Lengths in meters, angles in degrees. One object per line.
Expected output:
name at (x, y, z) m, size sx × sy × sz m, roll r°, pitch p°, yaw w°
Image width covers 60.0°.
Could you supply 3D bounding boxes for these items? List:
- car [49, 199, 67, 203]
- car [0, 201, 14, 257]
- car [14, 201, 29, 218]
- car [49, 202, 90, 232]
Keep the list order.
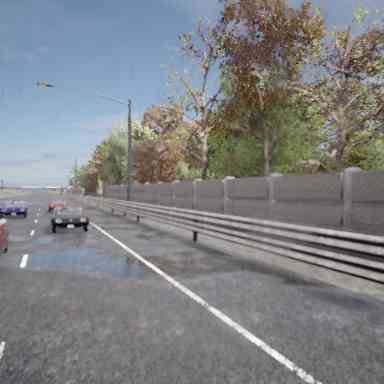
car at (-14.026, 1.395, 34.926) m, size 1.895 × 1.301 × 4.718 m, roll 0°, pitch 0°, yaw -24°
car at (-6.923, 1.268, 10.155) m, size 2.097 × 1.767 × 4.553 m, roll 0°, pitch 0°, yaw -24°
car at (-14.677, 1.407, 27.764) m, size 1.895 × 1.301 × 4.718 m, roll 0°, pitch 0°, yaw -24°
car at (-7.168, 1.486, 19.331) m, size 1.895 × 1.301 × 4.718 m, roll 0°, pitch 0°, yaw -23°
